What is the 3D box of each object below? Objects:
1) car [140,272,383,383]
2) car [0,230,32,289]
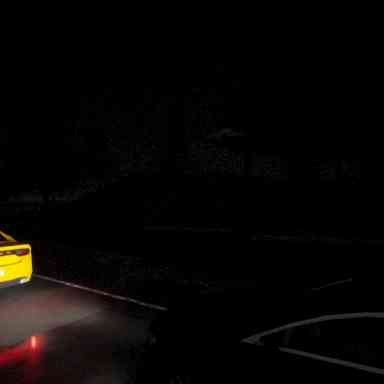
[{"bbox_3d":[1.711,1.492,2.787,4.902,1.511,2.128,0,0,35],"label":"car"},{"bbox_3d":[-5.888,1.468,8.038,5.008,1.535,1.882,0,0,35],"label":"car"}]
